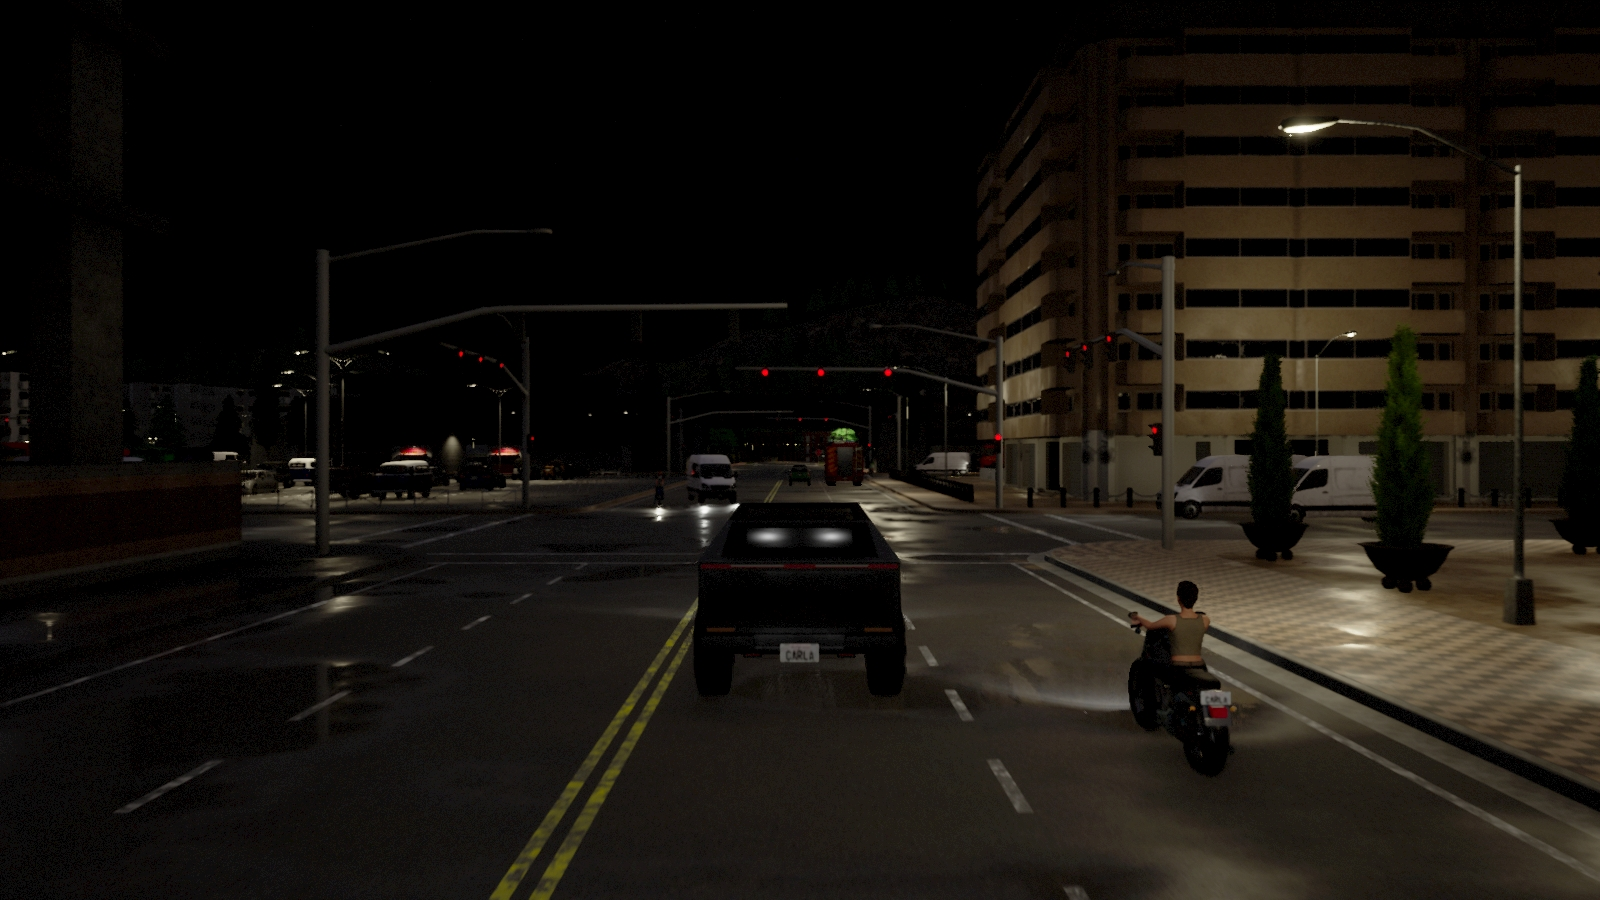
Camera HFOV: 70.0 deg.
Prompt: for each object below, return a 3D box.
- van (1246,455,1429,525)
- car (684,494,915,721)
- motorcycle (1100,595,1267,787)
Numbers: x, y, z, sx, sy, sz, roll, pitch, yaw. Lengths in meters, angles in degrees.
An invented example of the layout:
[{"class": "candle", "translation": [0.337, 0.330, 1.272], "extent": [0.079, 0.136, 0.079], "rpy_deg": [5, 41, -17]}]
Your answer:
[{"class": "van", "translation": [20.044, 1.478, 42.800], "extent": [5.915, 2.561, 1.988], "rpy_deg": [0, 0, 0]}, {"class": "car", "translation": [-0.006, 1.753, 14.966], "extent": [2.390, 2.098, 6.274], "rpy_deg": [0, 0, 0]}, {"class": "motorcycle", "translation": [3.498, 2.154, 10.675], "extent": [0.764, 1.307, 2.356], "rpy_deg": [0, 0, 0]}]
